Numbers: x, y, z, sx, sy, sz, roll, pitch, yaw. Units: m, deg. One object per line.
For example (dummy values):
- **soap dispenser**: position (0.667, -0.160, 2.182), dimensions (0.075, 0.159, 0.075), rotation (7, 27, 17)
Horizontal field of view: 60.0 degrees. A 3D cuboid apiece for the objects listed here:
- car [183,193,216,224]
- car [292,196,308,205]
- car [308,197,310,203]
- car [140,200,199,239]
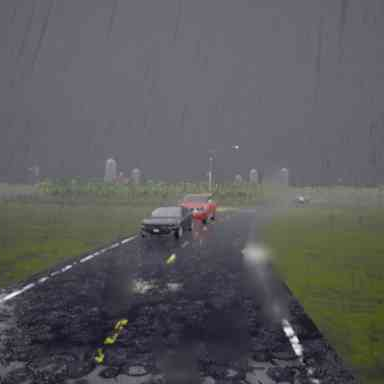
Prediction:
- **car**: position (0.367, 1.117, 24.057), dimensions (2.150, 2.045, 5.566), rotation (0, 0, 13)
- **car**: position (18.761, 1.485, 58.359), dimensions (1.812, 1.442, 4.674), rotation (0, 0, 25)
- **car**: position (22.958, 1.560, 67.753), dimensions (1.895, 1.301, 4.718), rotation (0, 0, 19)
- **car**: position (-1.139, 1.421, 17.154), dimensions (1.882, 1.535, 5.008), rotation (0, 0, 10)
